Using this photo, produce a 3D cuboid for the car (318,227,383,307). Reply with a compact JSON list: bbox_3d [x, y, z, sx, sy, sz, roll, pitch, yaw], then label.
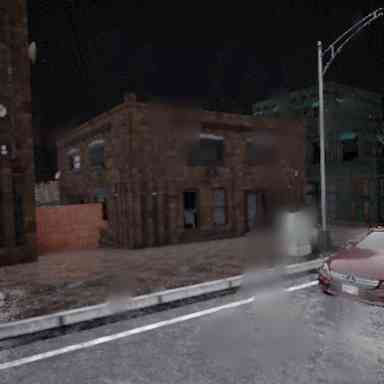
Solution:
[{"bbox_3d":[4.780,1.506,7.418,4.674,1.442,1.812,0,0,-35],"label":"car"}]
